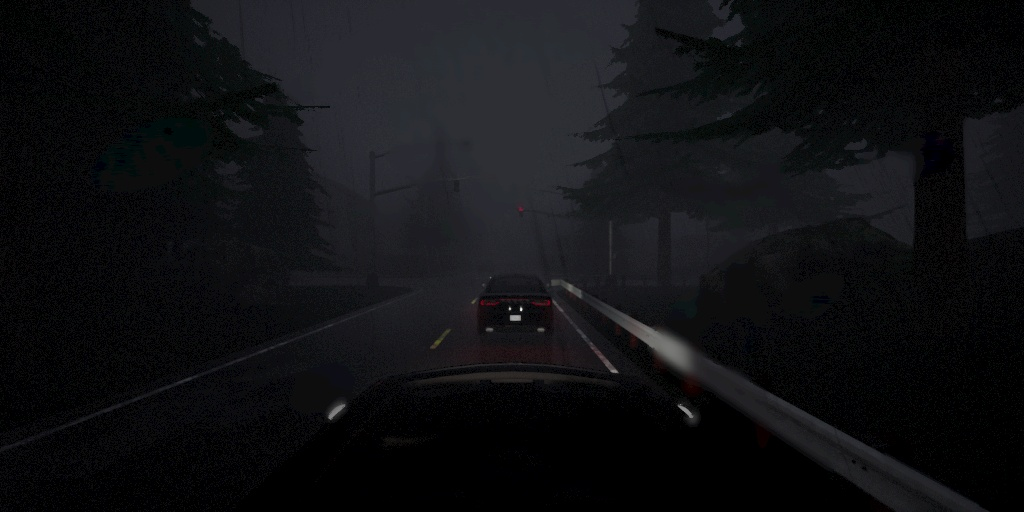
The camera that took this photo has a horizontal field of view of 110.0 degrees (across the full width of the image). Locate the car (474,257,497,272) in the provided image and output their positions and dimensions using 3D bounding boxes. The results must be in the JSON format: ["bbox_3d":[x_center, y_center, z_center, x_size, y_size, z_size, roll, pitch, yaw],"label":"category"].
[{"bbox_3d":[-3.316,1.223,45.088,1.882,1.535,5.008,0,0,1],"label":"car"}]

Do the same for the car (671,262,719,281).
[{"bbox_3d":[15.259,1.223,29.559,4.902,1.511,2.128,0,0,0],"label":"car"}]

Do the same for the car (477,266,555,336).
[{"bbox_3d":[0.110,1.227,10.455,1.882,1.535,5.008,0,0,1],"label":"car"}]

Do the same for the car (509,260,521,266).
[{"bbox_3d":[0.474,1.308,60.764,1.994,1.385,4.181,0,0,0],"label":"car"}]

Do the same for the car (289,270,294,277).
[{"bbox_3d":[-19.127,0.954,26.310,5.566,2.045,2.150,0,0,1],"label":"car"}]
